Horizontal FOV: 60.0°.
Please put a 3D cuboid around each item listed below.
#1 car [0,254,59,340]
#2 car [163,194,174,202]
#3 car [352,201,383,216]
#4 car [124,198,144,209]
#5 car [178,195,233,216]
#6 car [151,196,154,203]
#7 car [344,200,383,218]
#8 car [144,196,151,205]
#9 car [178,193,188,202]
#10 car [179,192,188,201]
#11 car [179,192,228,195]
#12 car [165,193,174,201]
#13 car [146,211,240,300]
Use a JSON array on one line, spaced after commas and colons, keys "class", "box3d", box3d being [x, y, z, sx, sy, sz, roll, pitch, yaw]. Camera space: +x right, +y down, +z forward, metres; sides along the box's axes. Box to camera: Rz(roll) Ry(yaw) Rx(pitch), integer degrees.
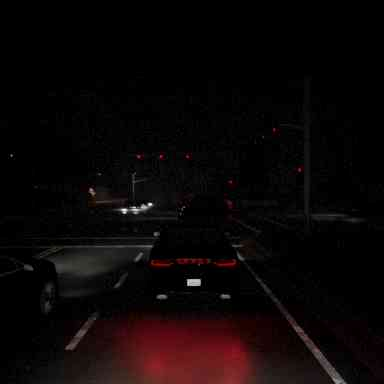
[{"class": "car", "box3d": [-3.468, 1.492, 4.469, 2.128, 1.511, 4.902, 0, 0, 0]}, {"class": "car", "box3d": [-5.430, 1.533, 74.624, 2.033, 1.411, 5.357, 0, 0, -1]}, {"class": "car", "box3d": [18.495, 1.601, 32.654, 4.718, 1.301, 1.895, 0, 0, -2]}, {"class": "car", "box3d": [-8.285, 1.526, 46.500, 1.812, 1.442, 4.674, 0, 0, -1]}, {"class": "car", "box3d": [1.071, 1.351, 28.526, 4.553, 1.767, 2.097, 0, 0, -3]}, {"class": "car", "box3d": [-8.753, 1.491, 66.826, 2.128, 1.511, 4.902, 0, 0, -1]}, {"class": "car", "box3d": [15.968, 1.477, 29.080, 5.008, 1.535, 1.882, 0, 0, -2]}, {"class": "car", "box3d": [-8.540, 1.601, 56.381, 1.895, 1.301, 4.718, 0, 0, -1]}, {"class": "car", "box3d": [-1.933, 1.219, 74.774, 2.150, 2.045, 5.566, 0, 0, -1]}, {"class": "car", "box3d": [-2.208, 1.139, 85.378, 2.150, 2.045, 5.566, 0, 0, -1]}, {"class": "car", "box3d": [1.447, 1.223, 34.414, 5.566, 2.045, 2.150, 0, 1, 27]}, {"class": "car", "box3d": [-5.705, 1.270, 85.229, 2.097, 1.767, 4.553, 0, 0, -1]}, {"class": "car", "box3d": [0.000, 1.478, 8.461, 1.882, 1.535, 5.008, 0, 0, -1]}]
